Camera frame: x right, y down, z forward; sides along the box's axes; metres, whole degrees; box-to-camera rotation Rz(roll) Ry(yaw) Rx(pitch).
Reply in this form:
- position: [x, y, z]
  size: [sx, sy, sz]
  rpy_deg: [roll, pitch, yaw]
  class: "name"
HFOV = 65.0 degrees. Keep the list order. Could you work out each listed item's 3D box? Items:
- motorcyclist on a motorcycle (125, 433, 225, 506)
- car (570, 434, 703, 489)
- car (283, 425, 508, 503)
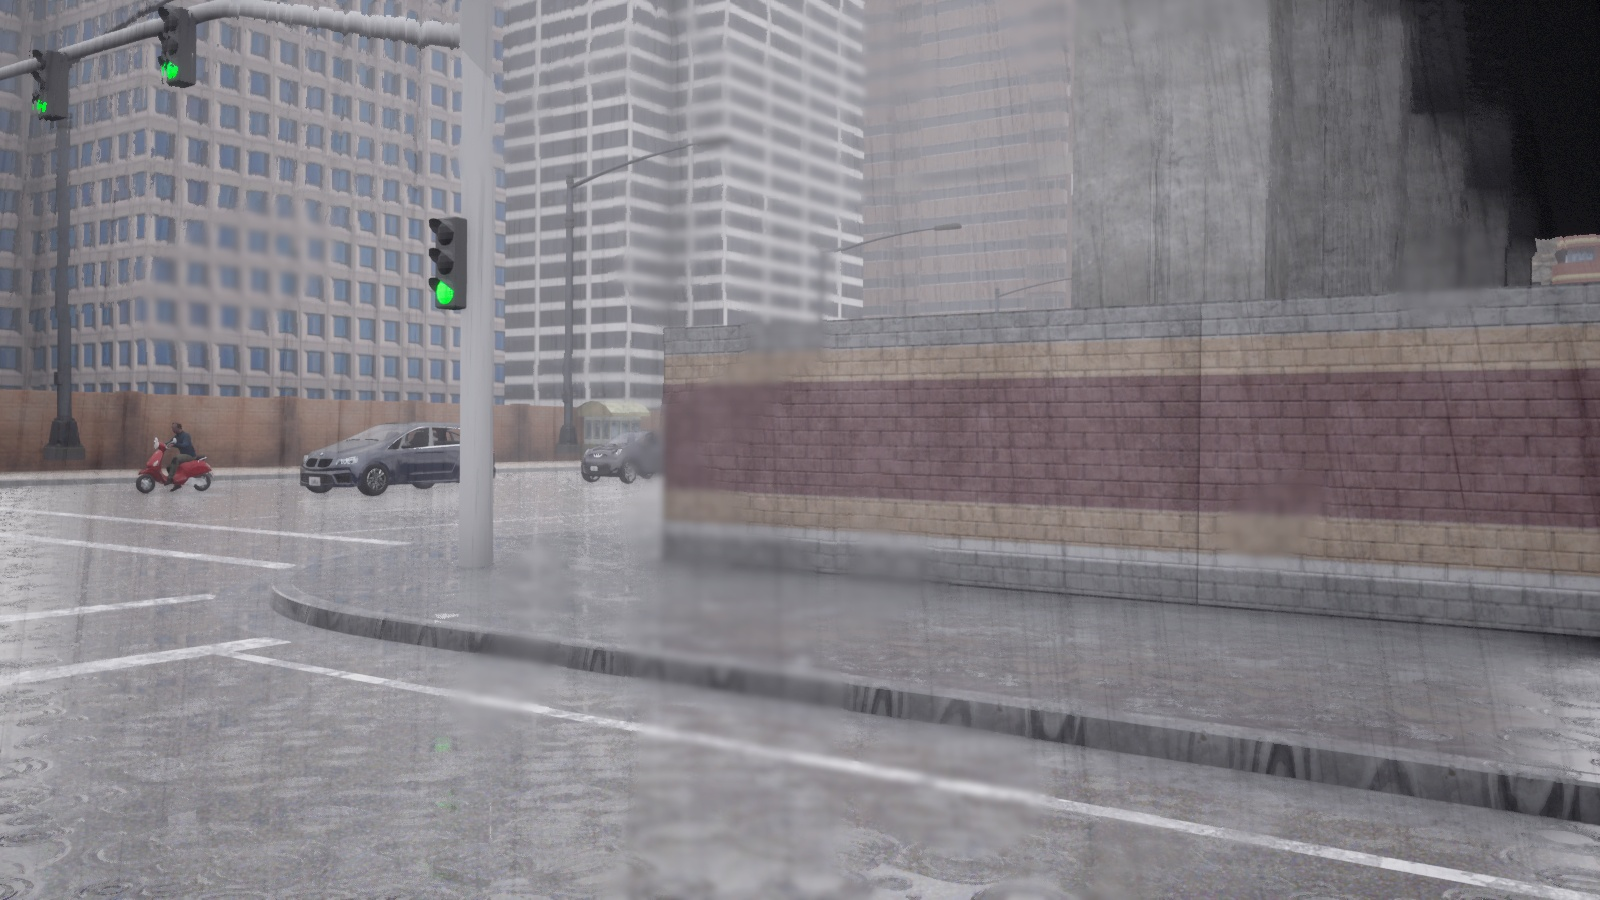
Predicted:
- position: [-14.162, 0.424, 28.516]
  size: [0.866, 1.590, 1.817]
  rpy_deg: [0, 1, 34]
  class: "motorcyclist on a motorcycle"
- position: [-4.681, 0.292, 36.289]
  size: [1.845, 1.501, 3.633]
  rpy_deg: [0, 1, 34]
  class: "car"
- position: [-9.350, 0.259, 29.396]
  size: [2.242, 1.667, 4.611]
  rpy_deg: [0, 1, 34]
  class: "car"
